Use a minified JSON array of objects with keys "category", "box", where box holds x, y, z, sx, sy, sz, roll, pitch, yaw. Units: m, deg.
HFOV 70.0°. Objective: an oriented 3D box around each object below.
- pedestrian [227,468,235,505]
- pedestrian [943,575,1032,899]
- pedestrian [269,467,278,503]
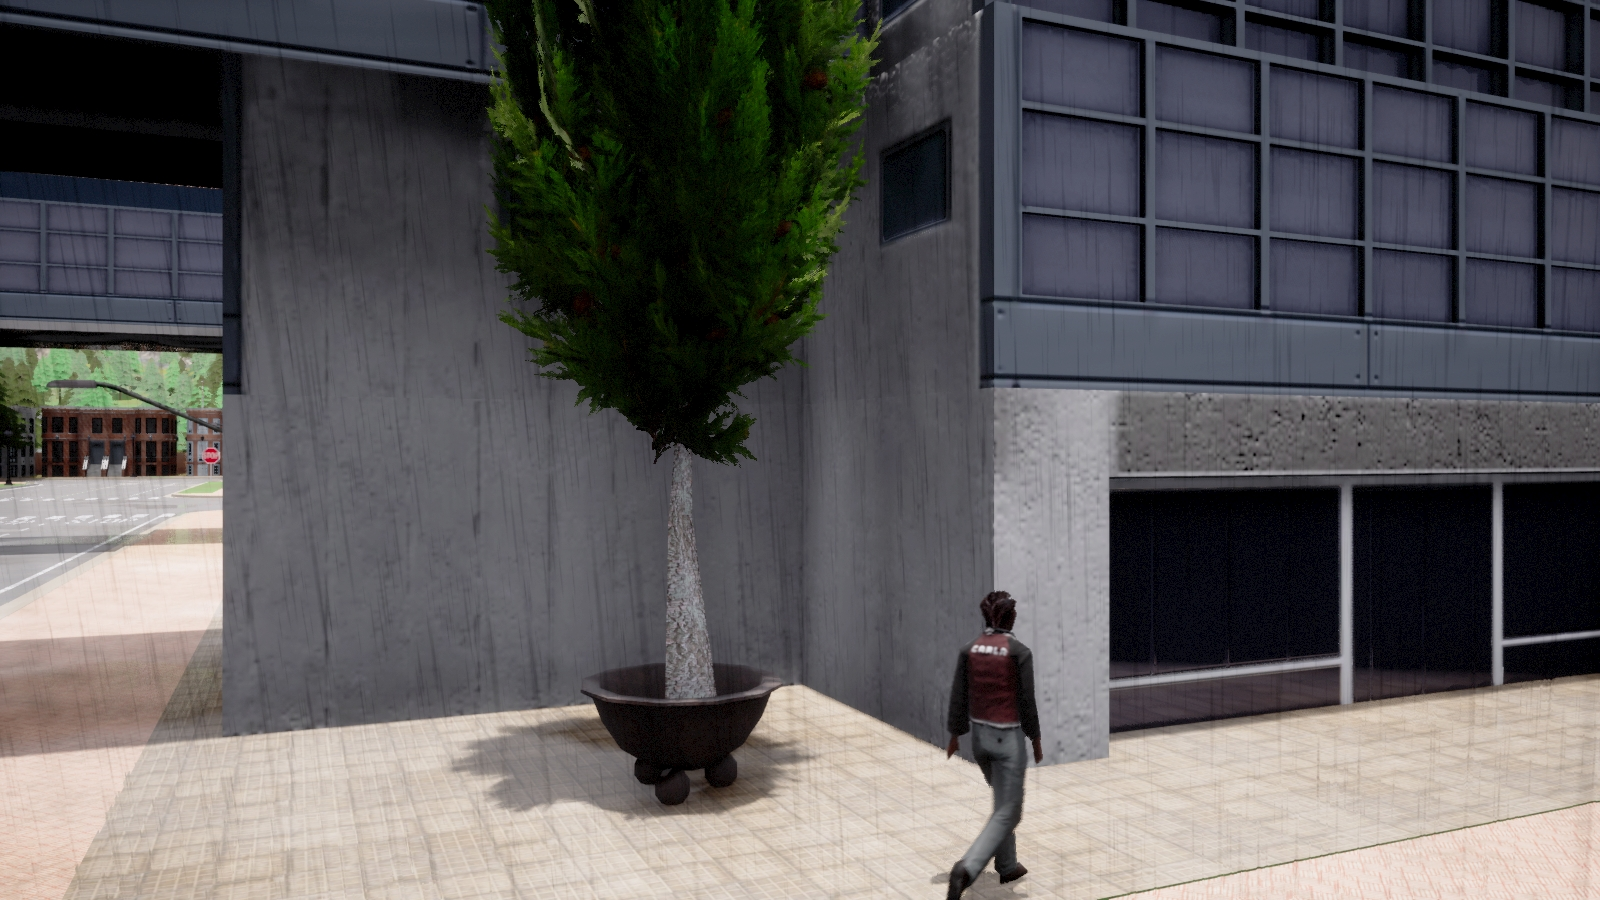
[{"category":"pedestrian","box":[-29.101,1.849,58.444,0.375,1.860,0.375,0,0,-24]},{"category":"pedestrian","box":[1.109,1.698,6.759,0.375,1.860,0.375,0,0,41]},{"category":"pedestrian","box":[-27.514,1.848,59.720,0.375,1.860,0.375,0,0,-30]}]
